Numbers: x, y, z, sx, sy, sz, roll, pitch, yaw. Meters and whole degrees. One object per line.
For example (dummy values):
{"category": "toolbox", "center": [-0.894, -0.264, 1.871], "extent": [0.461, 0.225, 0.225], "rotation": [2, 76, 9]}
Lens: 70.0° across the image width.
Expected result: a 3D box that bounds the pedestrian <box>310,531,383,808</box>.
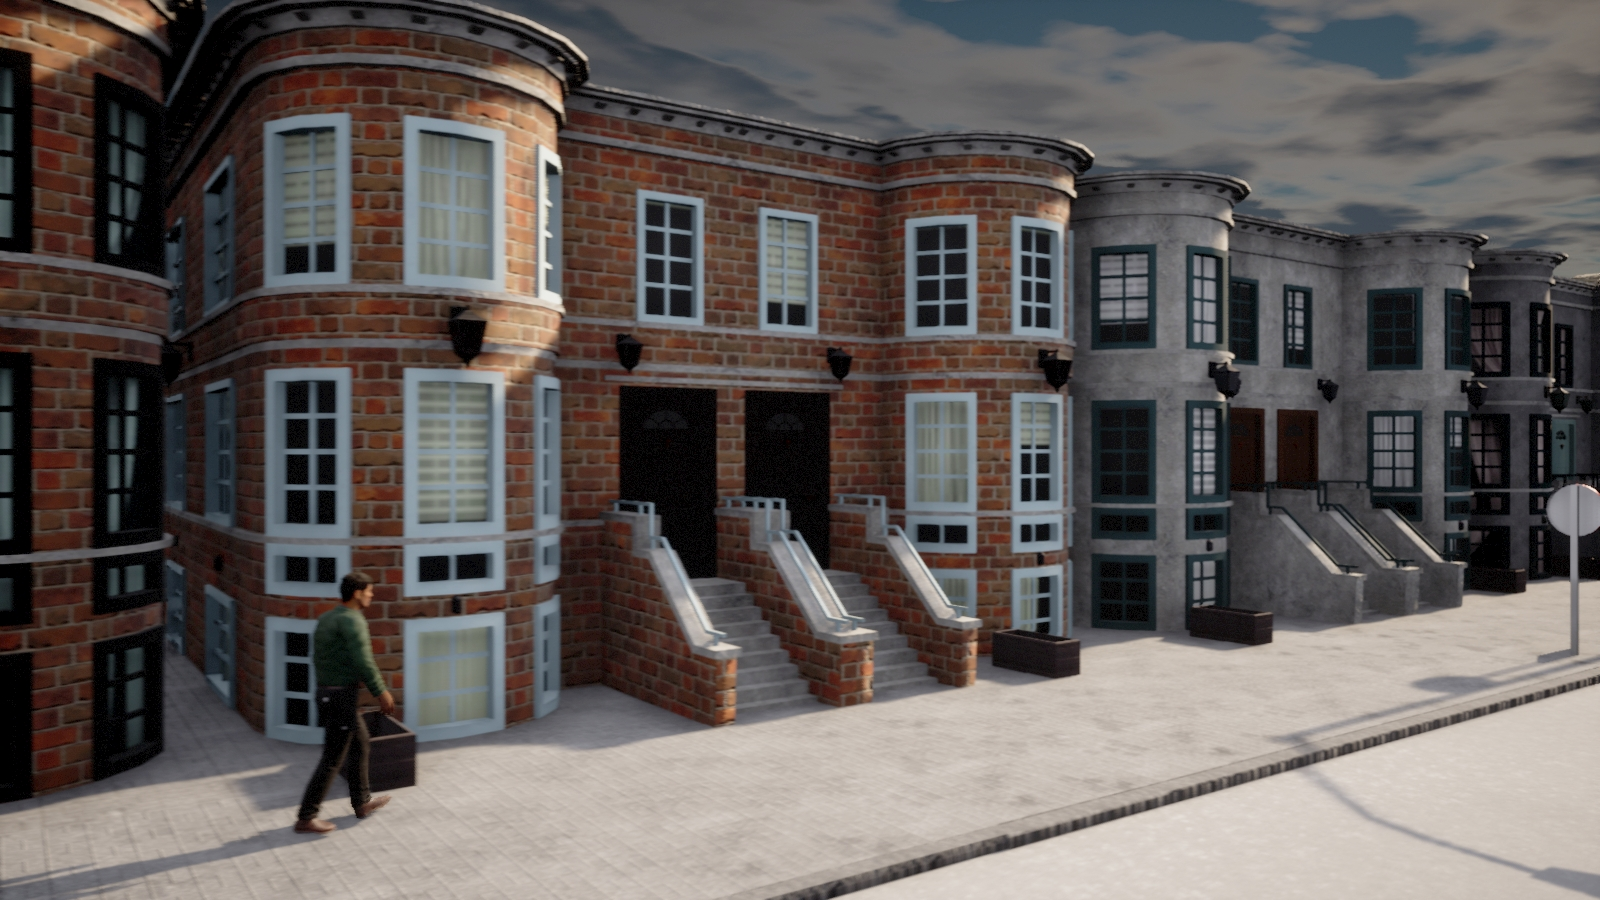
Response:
{"category": "pedestrian", "center": [-3.215, 1.525, 8.096], "extent": [0.375, 1.860, 0.375], "rotation": [0, 0, -42]}
